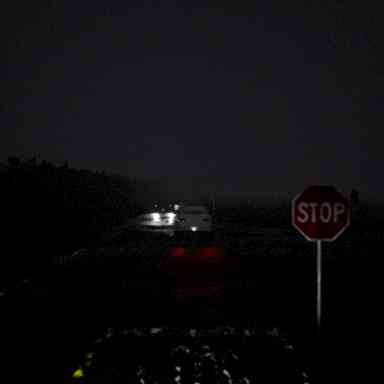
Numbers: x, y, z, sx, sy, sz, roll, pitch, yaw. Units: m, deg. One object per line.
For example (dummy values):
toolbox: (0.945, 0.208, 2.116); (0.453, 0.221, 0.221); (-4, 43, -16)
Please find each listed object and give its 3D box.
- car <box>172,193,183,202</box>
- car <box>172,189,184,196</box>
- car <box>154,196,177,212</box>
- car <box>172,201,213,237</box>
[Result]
car: (-2.848, 1.274, 50.449); (1.994, 1.385, 4.181); (0, 0, 0)
car: (-2.770, 0.453, 65.916); (2.150, 2.045, 5.566); (0, 0, 0)
car: (-2.858, 1.405, 34.857); (1.895, 1.301, 4.718); (0, 0, 0)
car: (0.099, 1.443, 17.502); (1.812, 1.442, 4.674); (0, 0, 0)
